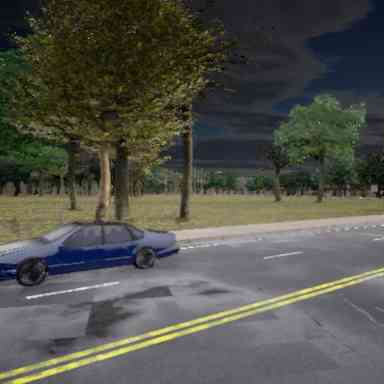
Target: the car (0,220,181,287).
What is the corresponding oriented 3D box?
[{"bbox_3d":[-2.934,1.548,9.546,5.357,1.411,2.033,0,0,-35],"label":"car"}]
